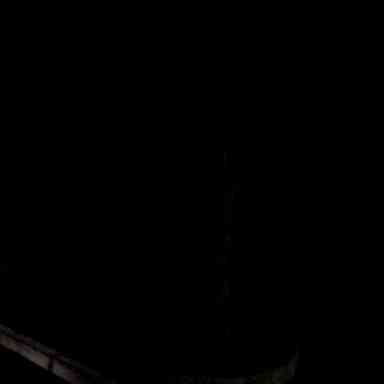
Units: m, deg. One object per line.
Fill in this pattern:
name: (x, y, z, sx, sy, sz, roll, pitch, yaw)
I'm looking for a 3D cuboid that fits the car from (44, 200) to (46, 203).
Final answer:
car: (-17.250, 0.919, 45.220, 2.150, 2.045, 5.566, 1, 0, 32)
